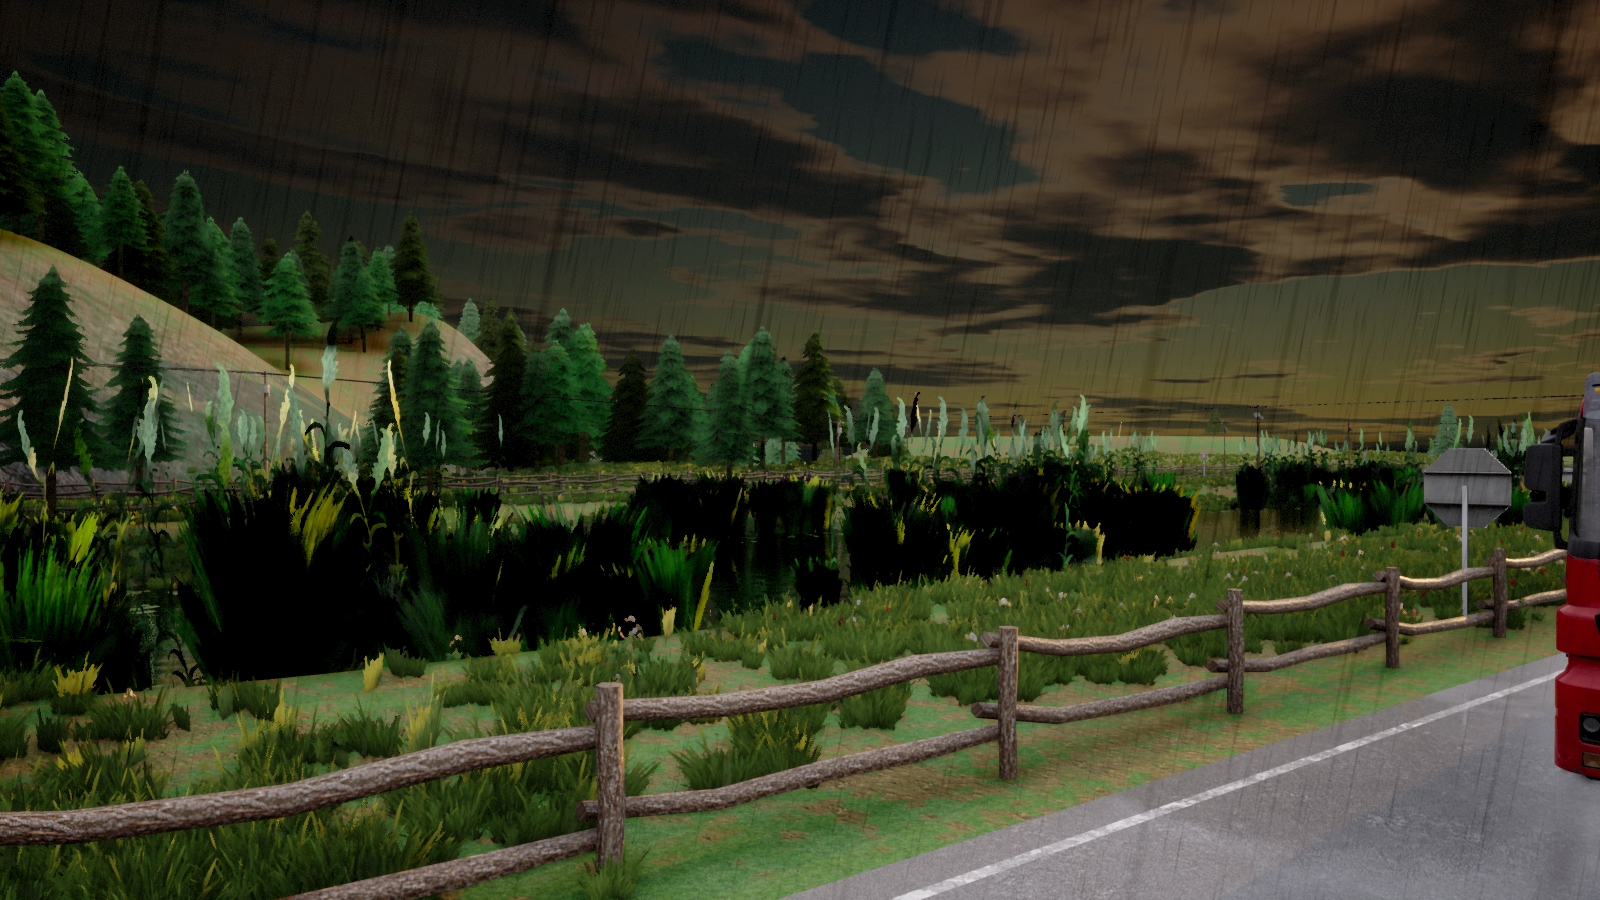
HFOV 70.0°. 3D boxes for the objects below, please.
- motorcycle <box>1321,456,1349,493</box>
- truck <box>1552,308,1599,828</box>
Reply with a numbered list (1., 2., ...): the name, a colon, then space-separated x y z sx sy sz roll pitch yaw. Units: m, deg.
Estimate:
1. motorcycle: 34.880 1.577 74.489 2.033 2.348 0.803 0 0 -39
2. truck: 9.470 0.862 10.933 2.891 3.827 8.468 0 0 40
